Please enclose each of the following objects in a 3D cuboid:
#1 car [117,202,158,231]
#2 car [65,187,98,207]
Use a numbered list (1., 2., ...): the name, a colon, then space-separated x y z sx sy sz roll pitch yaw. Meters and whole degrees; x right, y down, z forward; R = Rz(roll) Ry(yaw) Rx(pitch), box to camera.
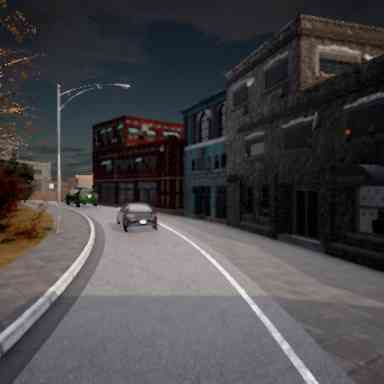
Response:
1. car: -3.195 1.287 19.069 1.812 1.442 4.674 0 1 -18
2. car: -11.992 0.518 35.964 2.150 2.045 5.566 0 2 -36
